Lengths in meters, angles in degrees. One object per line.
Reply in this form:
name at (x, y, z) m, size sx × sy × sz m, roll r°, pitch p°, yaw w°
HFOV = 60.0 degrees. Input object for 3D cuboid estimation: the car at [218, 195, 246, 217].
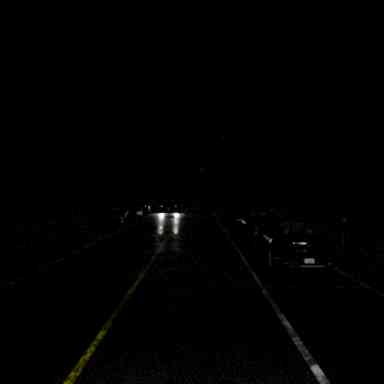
car at (3.417, 1.239, 27.282) m, size 2.192 × 1.841 × 5.009 m, roll 0°, pitch 0°, yaw 1°

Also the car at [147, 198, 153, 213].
car at (-4.991, 1.319, 32.980) m, size 1.967 × 1.590 × 4.097 m, roll 0°, pitch 0°, yaw 1°

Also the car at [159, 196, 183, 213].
car at (-2.280, 1.406, 35.474) m, size 1.812 × 1.442 × 4.674 m, roll 0°, pitch 0°, yaw 2°

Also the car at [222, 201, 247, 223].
car at (3.298, 1.507, 21.760) m, size 1.947 × 1.339 × 4.313 m, roll 0°, pitch 0°, yaw 1°

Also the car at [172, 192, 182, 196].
car at (-4.350, 1.185, 88.003) m, size 1.967 × 1.590 × 4.097 m, roll 0°, pitch 0°, yaw 0°

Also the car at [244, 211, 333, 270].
car at (3.063, 1.526, 10.715) m, size 2.008 × 1.369 × 4.403 m, roll 0°, pitch 0°, yaw 1°

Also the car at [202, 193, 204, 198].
car at (4.174, 1.354, 88.001) m, size 1.802 × 1.307 × 4.206 m, roll 0°, pitch 0°, yaw 0°

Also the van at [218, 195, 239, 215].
van at (3.534, 1.248, 32.804) m, size 1.690 × 1.788 × 3.998 m, roll 0°, pitch 0°, yaw 1°

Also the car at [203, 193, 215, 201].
car at (4.182, 1.236, 76.690) m, size 1.967 × 1.590 × 4.097 m, roll 0°, pitch 0°, yaw 0°

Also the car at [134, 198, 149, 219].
car at (-5.109, 1.462, 27.457) m, size 1.947 × 1.339 × 4.313 m, roll 0°, pitch 0°, yaw 1°

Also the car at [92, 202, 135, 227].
car at (-5.226, 1.496, 21.933) m, size 1.802 × 1.307 × 4.206 m, roll 0°, pitch 0°, yaw 1°

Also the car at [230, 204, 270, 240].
car at (3.181, 1.509, 16.237) m, size 2.008 × 1.369 × 4.403 m, roll 0°, pitch 0°, yaw 1°
